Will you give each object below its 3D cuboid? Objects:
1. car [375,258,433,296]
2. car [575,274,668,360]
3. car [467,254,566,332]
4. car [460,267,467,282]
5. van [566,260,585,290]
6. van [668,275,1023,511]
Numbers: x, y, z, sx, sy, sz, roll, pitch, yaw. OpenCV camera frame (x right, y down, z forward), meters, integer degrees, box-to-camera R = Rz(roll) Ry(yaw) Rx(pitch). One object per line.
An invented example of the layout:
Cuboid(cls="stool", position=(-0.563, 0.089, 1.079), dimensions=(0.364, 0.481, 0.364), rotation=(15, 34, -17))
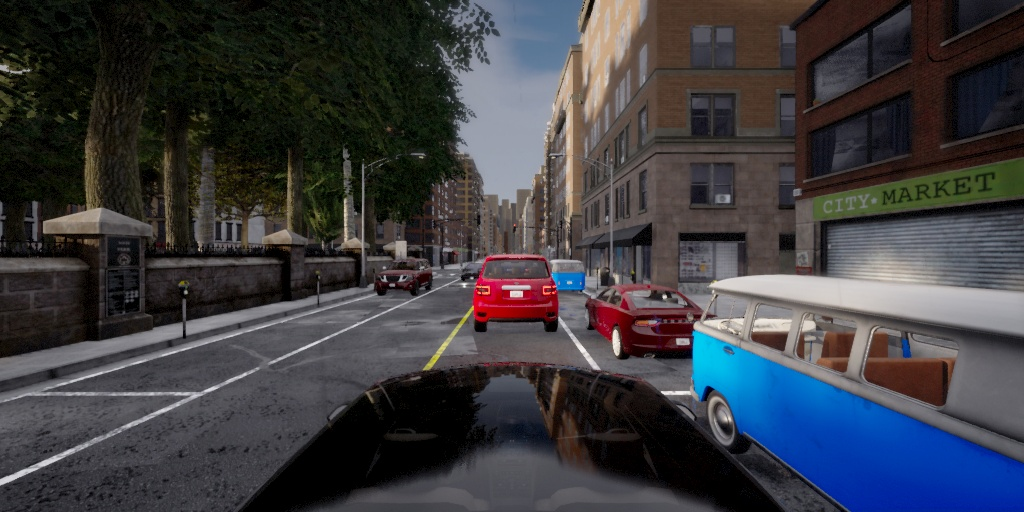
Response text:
Cuboid(cls="car", position=(-5.673, 1.059, 19.492), dimensions=(2.192, 1.841, 5.009), rotation=(0, 0, 0))
Cuboid(cls="car", position=(2.855, 1.294, 8.214), dimensions=(1.888, 1.381, 4.507), rotation=(0, 0, 0))
Cuboid(cls="car", position=(0.095, 0.970, 10.972), dimensions=(2.150, 2.045, 5.566), rotation=(0, 0, 0))
Cuboid(cls="car", position=(-3.012, 1.284, 29.592), dimensions=(2.033, 1.411, 5.357), rotation=(0, 0, 0))
Cuboid(cls="van", position=(2.851, 1.085, 19.535), dimensions=(1.690, 1.789, 3.998), rotation=(0, 0, 0))
Cuboid(cls="van", position=(2.856, 1.091, 2.553), dimensions=(1.690, 1.789, 3.998), rotation=(0, 0, 0))
